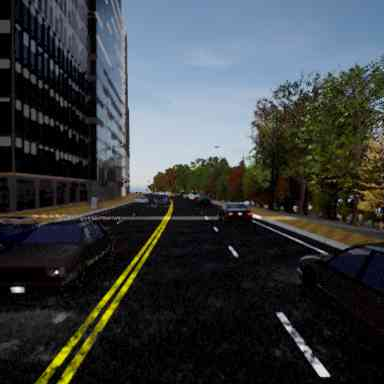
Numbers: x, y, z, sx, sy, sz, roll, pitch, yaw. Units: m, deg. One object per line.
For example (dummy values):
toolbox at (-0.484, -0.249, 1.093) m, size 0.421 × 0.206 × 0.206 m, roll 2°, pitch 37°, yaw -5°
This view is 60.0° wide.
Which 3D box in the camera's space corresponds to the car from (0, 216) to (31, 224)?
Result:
car at (-6.700, 1.555, 11.644) m, size 1.895 × 1.301 × 4.718 m, roll 0°, pitch 0°, yaw -1°

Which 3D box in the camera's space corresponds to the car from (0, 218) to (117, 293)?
car at (-3.417, 1.511, 9.134) m, size 2.033 × 1.411 × 5.357 m, roll 0°, pitch 0°, yaw -1°

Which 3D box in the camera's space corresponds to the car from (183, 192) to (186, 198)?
car at (-0.458, 1.212, 82.499) m, size 1.895 × 1.301 × 4.718 m, roll 0°, pitch 0°, yaw -5°

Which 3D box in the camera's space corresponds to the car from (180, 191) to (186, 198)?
car at (-1.515, 1.007, 93.665) m, size 1.801 × 1.575 × 5.366 m, roll 0°, pitch 0°, yaw -6°

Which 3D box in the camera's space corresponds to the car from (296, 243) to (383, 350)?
car at (3.320, 1.524, 5.183) m, size 2.033 × 1.411 × 5.357 m, roll 0°, pitch 0°, yaw 0°

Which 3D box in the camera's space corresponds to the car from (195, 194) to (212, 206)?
car at (1.895, 1.343, 49.385) m, size 1.994 × 1.385 × 4.181 m, roll 0°, pitch 0°, yaw -3°

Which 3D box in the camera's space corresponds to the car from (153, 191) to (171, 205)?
car at (-4.804, 1.126, 51.420) m, size 2.097 × 1.767 × 4.553 m, roll 0°, pitch 0°, yaw -3°

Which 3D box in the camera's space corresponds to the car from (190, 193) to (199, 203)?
car at (1.240, 1.289, 60.422) m, size 1.994 × 1.385 × 4.181 m, roll 0°, pitch 0°, yaw -4°

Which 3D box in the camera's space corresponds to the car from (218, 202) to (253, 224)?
car at (3.009, 1.444, 23.777) m, size 2.033 × 1.411 × 5.357 m, roll 0°, pitch 0°, yaw -2°

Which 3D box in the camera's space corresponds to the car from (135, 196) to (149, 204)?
car at (-8.258, 1.359, 55.105) m, size 1.895 × 1.301 × 4.718 m, roll 0°, pitch 0°, yaw -3°

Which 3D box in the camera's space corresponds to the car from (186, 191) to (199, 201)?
car at (0.453, 0.891, 71.479) m, size 2.150 × 2.045 × 5.566 m, roll 0°, pitch 0°, yaw -4°
